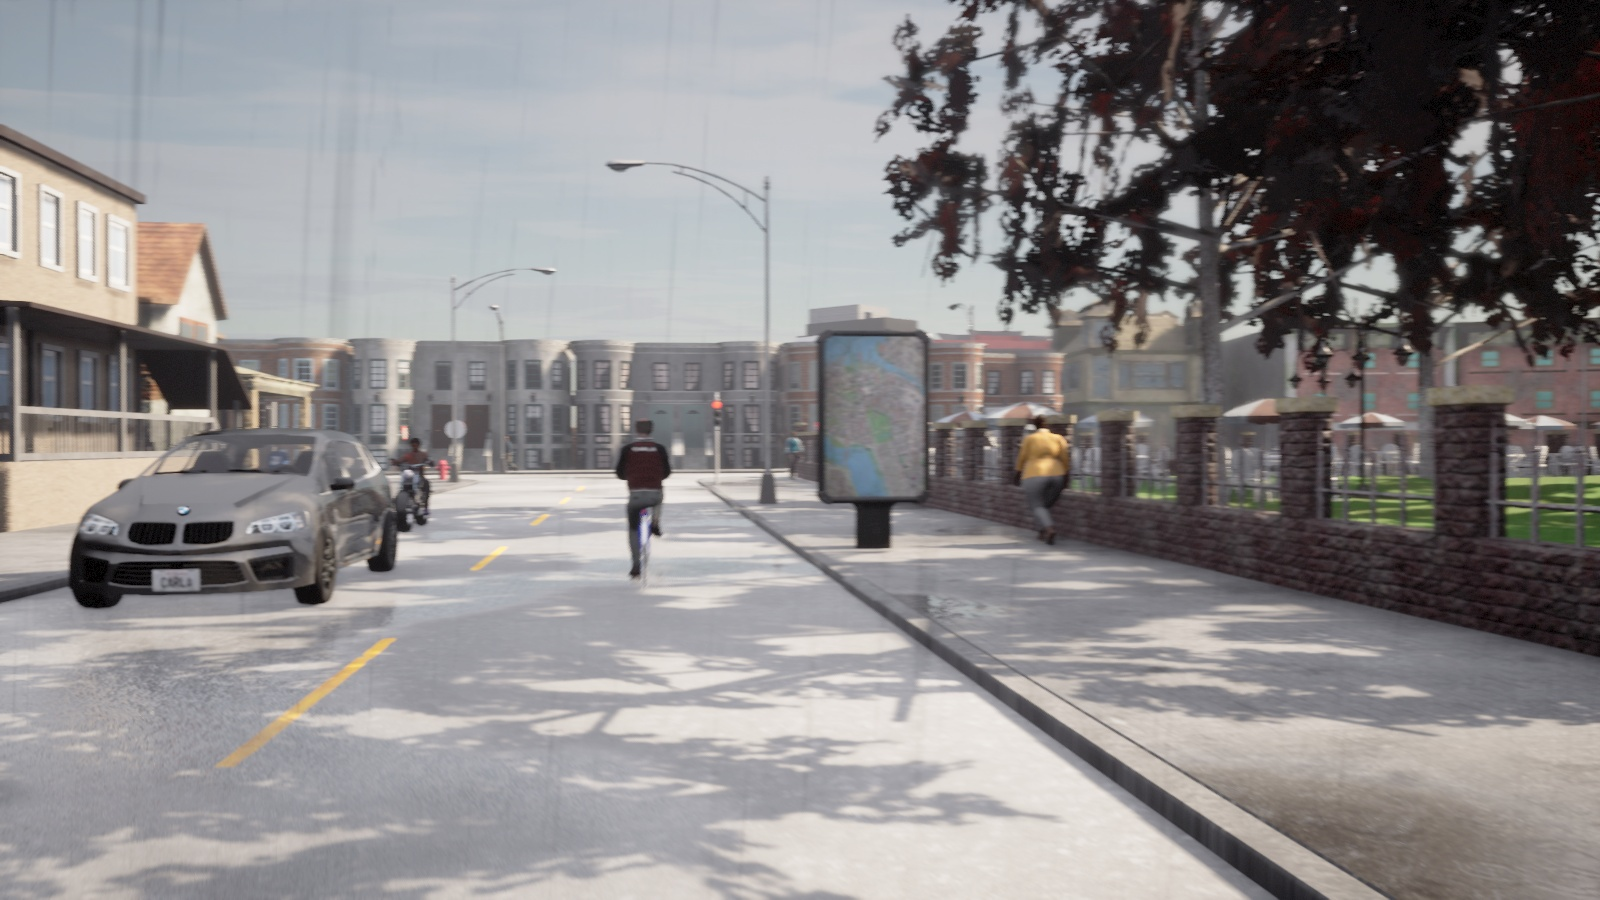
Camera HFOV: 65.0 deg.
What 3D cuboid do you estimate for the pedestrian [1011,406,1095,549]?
[{"bbox_3d":[3.382,0.354,16.839,0.874,1.855,0.900,0,0,-6],"label":"pedestrian"}]

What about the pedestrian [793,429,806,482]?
[{"bbox_3d":[-0.027,0.190,45.834,0.396,1.930,0.692,0,0,-5],"label":"pedestrian"}]

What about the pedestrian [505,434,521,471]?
[{"bbox_3d":[-14.167,0.115,62.051,0.726,1.842,0.402,0,0,-3],"label":"pedestrian"}]

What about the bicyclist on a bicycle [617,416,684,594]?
[{"bbox_3d":[-1.602,0.541,13.466,0.659,1.776,1.843,0,1,-7],"label":"bicyclist on a bicycle"}]

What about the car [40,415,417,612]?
[{"bbox_3d":[-5.575,0.523,13.043,2.242,1.667,4.611,0,0,-6],"label":"car"}]

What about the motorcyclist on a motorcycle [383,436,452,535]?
[{"bbox_3d":[-6.673,0.578,22.028,0.766,1.649,2.350,0,1,-7],"label":"motorcyclist on a motorcycle"}]
